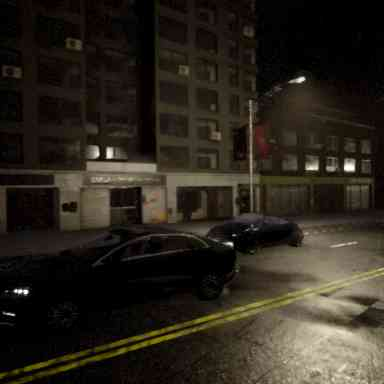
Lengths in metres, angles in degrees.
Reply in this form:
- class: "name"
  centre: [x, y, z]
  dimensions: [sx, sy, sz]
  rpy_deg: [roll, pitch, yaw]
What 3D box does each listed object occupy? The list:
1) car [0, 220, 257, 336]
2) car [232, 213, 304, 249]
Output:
- class: "car"
  centre: [-1.256, 1.492, 6.744]
  dimensions: [4.902, 1.511, 2.128]
  rpy_deg: [0, 0, -35]
- class: "car"
  centre: [2.572, 1.557, 13.391]
  dimensions: [4.181, 1.385, 1.994]
  rpy_deg: [0, 0, -35]
